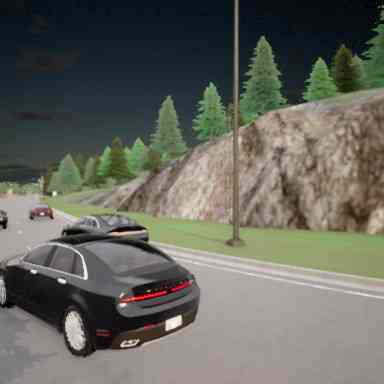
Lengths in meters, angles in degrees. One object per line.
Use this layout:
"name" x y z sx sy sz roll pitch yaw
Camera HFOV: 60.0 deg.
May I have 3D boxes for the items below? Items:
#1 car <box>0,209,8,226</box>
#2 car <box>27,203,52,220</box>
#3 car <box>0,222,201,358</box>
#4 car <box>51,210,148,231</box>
"car" -13.438 1.735 22.310 1.895 1.301 4.718 0 -1 -29
"car" -13.927 1.724 30.549 1.812 1.442 4.674 0 -1 -28
"car" -2.028 1.550 6.198 4.892 1.490 1.837 0 0 43
"car" -3.512 1.585 12.910 2.128 1.511 4.902 0 0 -40
